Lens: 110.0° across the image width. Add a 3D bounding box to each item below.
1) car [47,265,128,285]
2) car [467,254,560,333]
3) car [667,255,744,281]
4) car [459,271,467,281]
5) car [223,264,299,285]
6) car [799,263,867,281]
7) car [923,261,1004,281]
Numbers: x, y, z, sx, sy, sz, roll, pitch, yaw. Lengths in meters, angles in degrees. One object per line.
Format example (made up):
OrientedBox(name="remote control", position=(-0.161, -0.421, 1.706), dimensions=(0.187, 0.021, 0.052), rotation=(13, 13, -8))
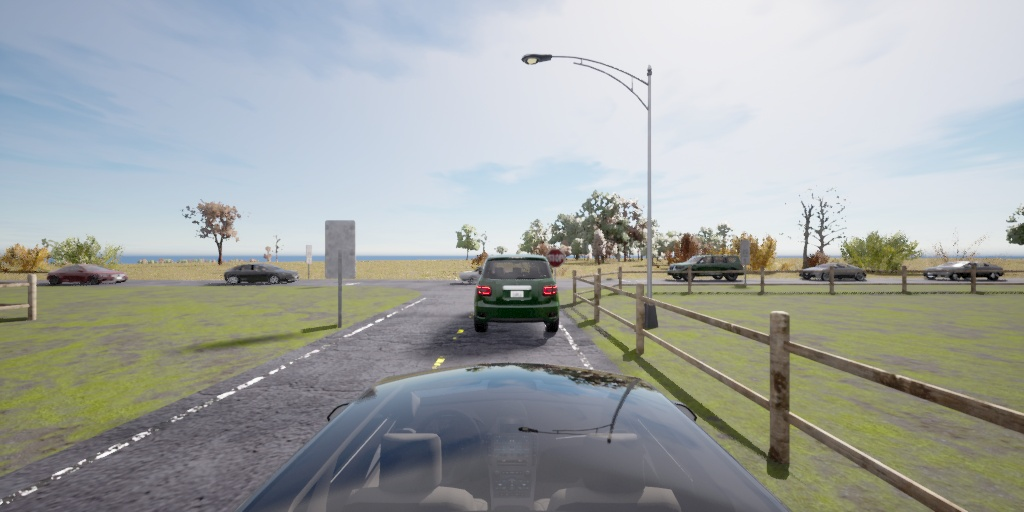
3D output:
OrientedBox(name="car", position=(-31.006, 1.359, 26.201), dimensions=(4.674, 1.442, 1.812), rotation=(0, 0, 1))
OrientedBox(name="car", position=(0.122, 0.971, 10.931), dimensions=(2.150, 2.045, 5.566), rotation=(0, 0, 0))
OrientedBox(name="car", position=(15.436, 0.929, 28.672), dimensions=(5.566, 2.045, 2.150), rotation=(0, 0, 0))
OrientedBox(name="car", position=(-1.357, 1.351, 25.893), dimensions=(4.718, 1.301, 1.895), rotation=(0, 0, 1))
OrientedBox(name="car", position=(-18.128, 1.301, 26.063), dimensions=(4.892, 1.490, 1.837), rotation=(0, 0, 1))
OrientedBox(name="car", position=(25.477, 1.250, 28.569), dimensions=(4.181, 1.385, 1.994), rotation=(0, 0, 0))
OrientedBox(name="car", position=(35.686, 1.165, 28.450), dimensions=(4.902, 1.511, 2.128), rotation=(0, 0, 1))
